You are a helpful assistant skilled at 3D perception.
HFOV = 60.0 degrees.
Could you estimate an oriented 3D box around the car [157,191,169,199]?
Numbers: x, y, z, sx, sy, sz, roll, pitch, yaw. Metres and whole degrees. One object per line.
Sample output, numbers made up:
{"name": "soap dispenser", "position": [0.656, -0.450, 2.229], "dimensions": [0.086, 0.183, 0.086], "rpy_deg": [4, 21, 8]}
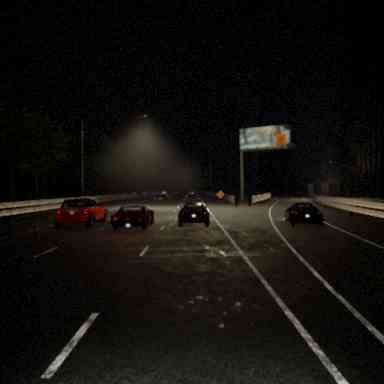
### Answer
{"name": "car", "position": [-6.950, 0.835, 76.819], "dimensions": [1.994, 1.385, 4.181], "rpy_deg": [0, 1, 0]}

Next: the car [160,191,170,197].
{"name": "car", "position": [-6.943, 0.548, 86.822], "dimensions": [2.128, 1.511, 4.902], "rpy_deg": [0, 1, 0]}

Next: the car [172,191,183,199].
{"name": "car", "position": [-3.450, 0.806, 76.817], "dimensions": [1.812, 1.442, 4.674], "rpy_deg": [0, 1, 0]}

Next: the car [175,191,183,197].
{"name": "car", "position": [-3.444, 0.522, 86.819], "dimensions": [1.837, 1.490, 4.892], "rpy_deg": [0, 1, 0]}

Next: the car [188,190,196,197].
{"name": "car", "position": [0.056, 0.378, 86.786], "dimensions": [2.097, 1.767, 4.553], "rpy_deg": [0, 1, 0]}

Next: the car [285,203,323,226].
{"name": "car", "position": [7.253, 1.388, 21.807], "dimensions": [1.994, 1.385, 4.181], "rpy_deg": [0, 1, 10]}

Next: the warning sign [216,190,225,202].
{"name": "warning sign", "position": [4.573, 0.658, 53.014], "dimensions": [1.300, 1.860, 1.060], "rpy_deg": [-1, 0, 0]}

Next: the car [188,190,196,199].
{"name": "car", "position": [0.050, 0.811, 76.398], "dimensions": [2.128, 1.511, 4.902], "rpy_deg": [0, 1, 0]}

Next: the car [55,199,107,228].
{"name": "car", "position": [-6.887, 1.194, 21.179], "dimensions": [2.097, 1.767, 4.553], "rpy_deg": [0, 0, 0]}

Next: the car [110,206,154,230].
{"name": "car", "position": [-3.388, 1.453, 19.839], "dimensions": [1.895, 1.301, 4.718], "rpy_deg": [0, 0, 0]}

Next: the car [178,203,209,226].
{"name": "car", "position": [0.115, 1.398, 22.130], "dimensions": [1.994, 1.385, 4.181], "rpy_deg": [0, 0, 0]}
